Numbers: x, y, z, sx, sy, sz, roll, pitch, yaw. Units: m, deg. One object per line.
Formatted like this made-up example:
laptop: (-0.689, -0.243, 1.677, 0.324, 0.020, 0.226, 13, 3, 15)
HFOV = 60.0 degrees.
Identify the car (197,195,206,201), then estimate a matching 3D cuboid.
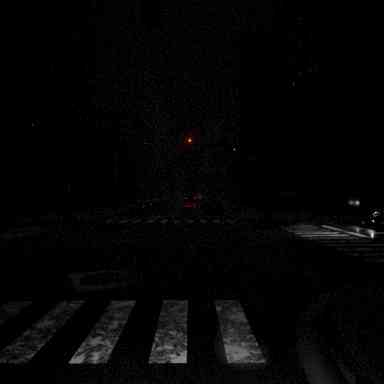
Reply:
car: (2.423, 1.600, 85.774, 1.967, 1.590, 4.097, 0, 0, 0)

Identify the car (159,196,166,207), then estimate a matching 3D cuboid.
car: (-5.653, 1.653, 52.721, 1.802, 1.307, 4.206, 0, 0, 0)

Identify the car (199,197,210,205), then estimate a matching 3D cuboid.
car: (2.389, 1.647, 63.730, 2.008, 1.369, 4.403, 0, 0, 0)

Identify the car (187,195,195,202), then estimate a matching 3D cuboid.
car: (-0.232, 1.480, 73.713, 1.812, 1.442, 4.674, 0, 0, 0)

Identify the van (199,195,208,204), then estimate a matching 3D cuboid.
van: (2.397, 1.453, 69.241, 1.690, 1.788, 3.998, 0, 0, 0)

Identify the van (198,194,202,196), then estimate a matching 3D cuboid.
van: (2.381, 1.424, 58.220, 1.690, 1.788, 3.998, 0, 0, 0)

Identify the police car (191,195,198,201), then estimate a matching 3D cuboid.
police car: (0.618, 1.598, 90.257, 1.930, 1.638, 5.238, 0, 0, 0)

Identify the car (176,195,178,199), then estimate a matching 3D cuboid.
car: (-5.593, 1.720, 91.297, 1.887, 1.381, 4.507, 0, 0, 0)

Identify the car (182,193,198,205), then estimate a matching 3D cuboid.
car: (-0.248, 1.317, 63.358, 2.150, 2.045, 5.566, 0, 0, 0)

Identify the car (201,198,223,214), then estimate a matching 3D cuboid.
car: (2.347, 1.606, 36.176, 1.947, 1.339, 4.313, 0, 0, 0)

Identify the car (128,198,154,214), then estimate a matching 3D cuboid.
car: (-5.678, 1.480, 36.189, 1.967, 1.590, 4.097, 0, 0, 0)

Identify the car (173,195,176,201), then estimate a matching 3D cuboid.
car: (-5.611, 1.694, 80.275, 2.008, 1.369, 4.403, 0, 0, 0)

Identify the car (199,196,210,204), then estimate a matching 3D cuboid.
car: (2.364, 1.641, 47.199, 1.802, 1.307, 4.206, 0, 0, 0)

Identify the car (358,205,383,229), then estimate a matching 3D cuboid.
car: (12.893, 1.305, 20.689, 4.553, 1.767, 2.097, 0, 0, 0)

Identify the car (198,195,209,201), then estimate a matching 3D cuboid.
car: (2.372, 1.637, 52.709, 1.947, 1.339, 4.313, 0, 0, 0)

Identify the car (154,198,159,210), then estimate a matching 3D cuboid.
car: (-5.669, 1.489, 41.700, 1.967, 1.590, 4.097, 0, 0, 0)

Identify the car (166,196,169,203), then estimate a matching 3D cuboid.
car: (-5.644, 1.634, 58.232, 2.008, 1.369, 4.403, 0, 0, 0)

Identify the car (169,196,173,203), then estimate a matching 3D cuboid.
car: (-5.628, 1.552, 69.253, 1.967, 1.590, 4.097, 0, 0, 0)
